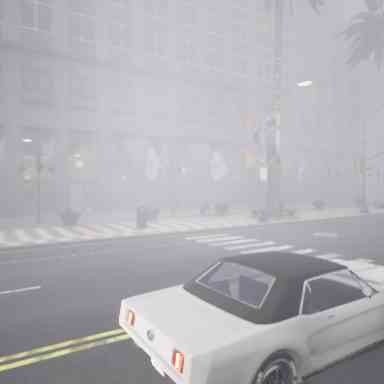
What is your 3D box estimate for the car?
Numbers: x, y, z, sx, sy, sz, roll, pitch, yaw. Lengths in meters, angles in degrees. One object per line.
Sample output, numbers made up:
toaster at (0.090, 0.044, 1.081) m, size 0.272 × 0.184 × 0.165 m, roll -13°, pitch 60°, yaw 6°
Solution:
car at (1.527, 1.542, 4.739) m, size 4.718 × 1.301 × 1.895 m, roll -1°, pitch 1°, yaw -31°
